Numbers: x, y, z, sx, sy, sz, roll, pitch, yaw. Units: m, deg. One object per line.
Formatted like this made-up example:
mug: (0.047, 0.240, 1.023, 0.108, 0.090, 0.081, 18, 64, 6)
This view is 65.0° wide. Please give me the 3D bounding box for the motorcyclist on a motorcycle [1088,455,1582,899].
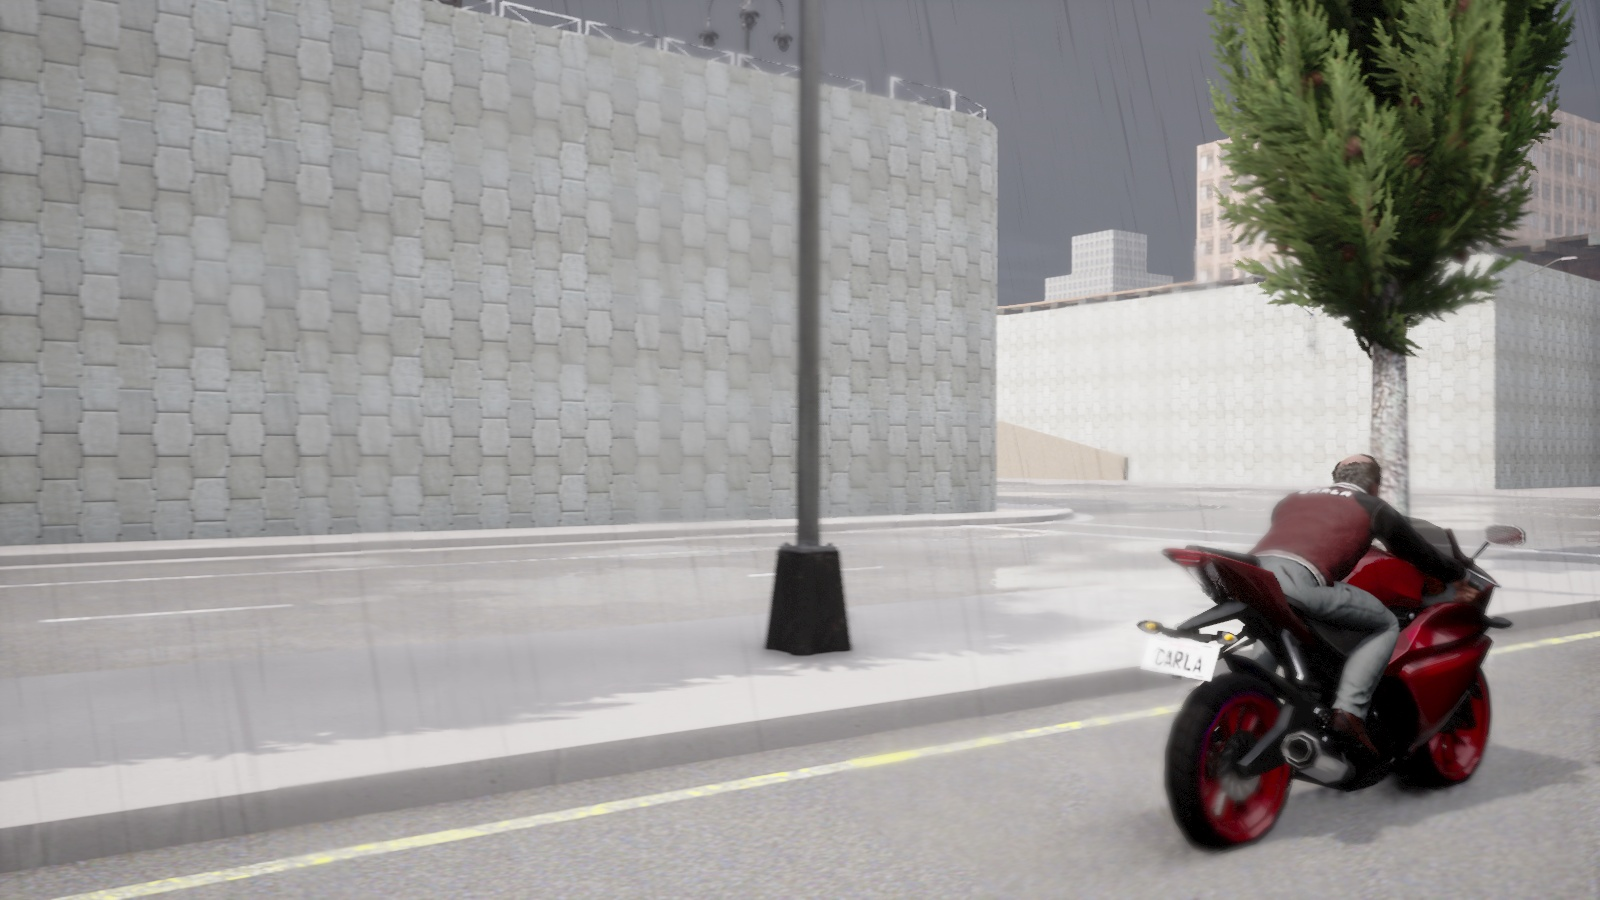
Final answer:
motorcyclist on a motorcycle: (2.290, 0.788, 5.253, 2.191, 1.530, 0.866, 0, 0, -35)
